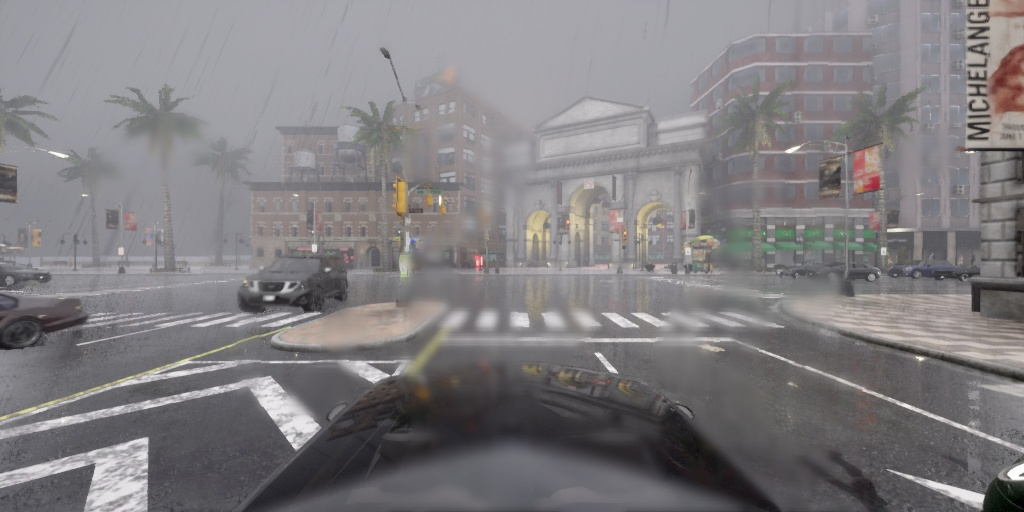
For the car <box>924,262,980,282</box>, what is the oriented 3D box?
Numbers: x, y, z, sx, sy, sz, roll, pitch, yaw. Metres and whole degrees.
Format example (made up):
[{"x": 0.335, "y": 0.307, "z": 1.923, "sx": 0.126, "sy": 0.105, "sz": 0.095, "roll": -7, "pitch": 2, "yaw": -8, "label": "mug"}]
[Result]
[{"x": 36.294, "y": 1.351, "z": 28.329, "sx": 4.718, "sy": 1.301, "sz": 1.895, "roll": 0, "pitch": 0, "yaw": 2, "label": "car"}]

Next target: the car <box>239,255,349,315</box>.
[{"x": -8.124, "y": 0.971, "z": 14.063, "sx": 2.150, "sy": 2.045, "sz": 5.566, "roll": 1, "pitch": 0, "yaw": -10, "label": "car"}]

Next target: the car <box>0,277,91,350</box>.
[{"x": -11.395, "y": 1.297, "z": 6.373, "sx": 2.033, "sy": 1.411, "sz": 5.357, "roll": 0, "pitch": 0, "yaw": 2, "label": "car"}]

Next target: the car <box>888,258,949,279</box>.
[{"x": 36.279, "y": 1.102, "z": 31.751, "sx": 4.553, "sy": 1.767, "sz": 2.097, "roll": 0, "pitch": 0, "yaw": 3, "label": "car"}]

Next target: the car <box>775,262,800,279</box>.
[{"x": 26.299, "y": 1.242, "z": 32.000, "sx": 4.902, "sy": 1.511, "sz": 2.128, "roll": 0, "pitch": 0, "yaw": 1, "label": "car"}]

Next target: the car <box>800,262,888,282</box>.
[{"x": 26.294, "y": 1.255, "z": 28.504, "sx": 4.892, "sy": 1.490, "sz": 1.837, "roll": 0, "pitch": 0, "yaw": 1, "label": "car"}]

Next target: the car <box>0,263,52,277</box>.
[{"x": -35.715, "y": 1.255, "z": 25.385, "sx": 4.892, "sy": 1.490, "sz": 1.837, "roll": 0, "pitch": 0, "yaw": 1, "label": "car"}]
